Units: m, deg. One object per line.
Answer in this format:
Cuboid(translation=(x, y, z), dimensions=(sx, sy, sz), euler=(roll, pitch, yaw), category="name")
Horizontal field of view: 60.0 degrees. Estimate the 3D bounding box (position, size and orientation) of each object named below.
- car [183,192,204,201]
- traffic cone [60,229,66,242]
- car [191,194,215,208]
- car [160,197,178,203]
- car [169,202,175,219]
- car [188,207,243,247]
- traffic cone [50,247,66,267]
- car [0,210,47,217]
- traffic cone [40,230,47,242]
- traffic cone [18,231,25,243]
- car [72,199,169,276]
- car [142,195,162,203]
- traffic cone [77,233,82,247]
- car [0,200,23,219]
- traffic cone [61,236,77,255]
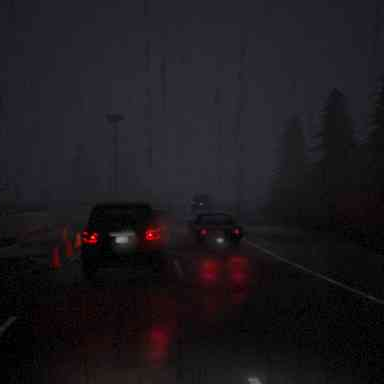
Cuboid(translation=(0.387, 0.966, 75.771), dimensions=(2.150, 2.045, 5.566), euler=(-1, 0, 30), category="car")
Cuboid(translation=(-6.278, 2.119, 16.371), dimensions=(0.340, 0.580, 0.340), euler=(-1, 0, -9), category="traffic cone")
Cuboid(translation=(1.247, 1.258, 35.611), dimensions=(2.150, 2.045, 5.566), euler=(-1, 0, 7), category="car")
Cuboid(translation=(-5.019, 1.741, 73.182), dimensions=(1.994, 1.385, 4.181), euler=(-1, 0, 25), category="car")
Cuboid(translation=(-2.720, 1.604, 30.686), dimensions=(2.128, 1.511, 4.902), euler=(-1, 0, 4), category="car")
Cuboid(translation=(0.873, 1.609, 15.261), dimensions=(1.895, 1.301, 4.718), euler=(-1, 0, -6), category="car")
Cuboid(translation=(-4.328, 2.067, 10.609), dimensions=(0.340, 0.580, 0.340), euler=(-1, 0, -9), category="traffic cone")
Cuboid(translation=(-16.746, 1.966, 33.723), dimensions=(2.033, 1.411, 5.357), euler=(-1, 0, 5), category="car")
Cuboid(translation=(-7.265, 2.140, 16.210), dimensions=(0.340, 0.580, 0.340), euler=(-1, 0, -9), category="traffic cone")
Cuboid(translation=(-8.252, 2.161, 16.049), dimensions=(0.340, 0.580, 0.340), euler=(-1, 0, -9), category="traffic cone")
Cuboid(translation=(-2.127, 1.286, 10.856), dimensions=(2.150, 2.045, 5.566), euler=(-1, 0, -9), category="car")
Cuboid(translation=(-8.775, 1.574, 73.527), dimensions=(1.882, 1.535, 5.008), euler=(-1, 0, 25), category="car")
Cuboid(translation=(-4.971, 2.088, 14.557), dimensions=(0.340, 0.580, 0.340), euler=(-1, 0, -9), category="traffic cone")
Cuboid(translation=(-20.080, 1.843, 34.767), dimensions=(2.097, 1.767, 4.553), euler=(-1, 0, 7), category="car")
Cuboid(translation=(-4.649, 2.077, 12.583), dimensions=(0.340, 0.580, 0.340), euler=(-1, 0, -9), category="traffic cone")
